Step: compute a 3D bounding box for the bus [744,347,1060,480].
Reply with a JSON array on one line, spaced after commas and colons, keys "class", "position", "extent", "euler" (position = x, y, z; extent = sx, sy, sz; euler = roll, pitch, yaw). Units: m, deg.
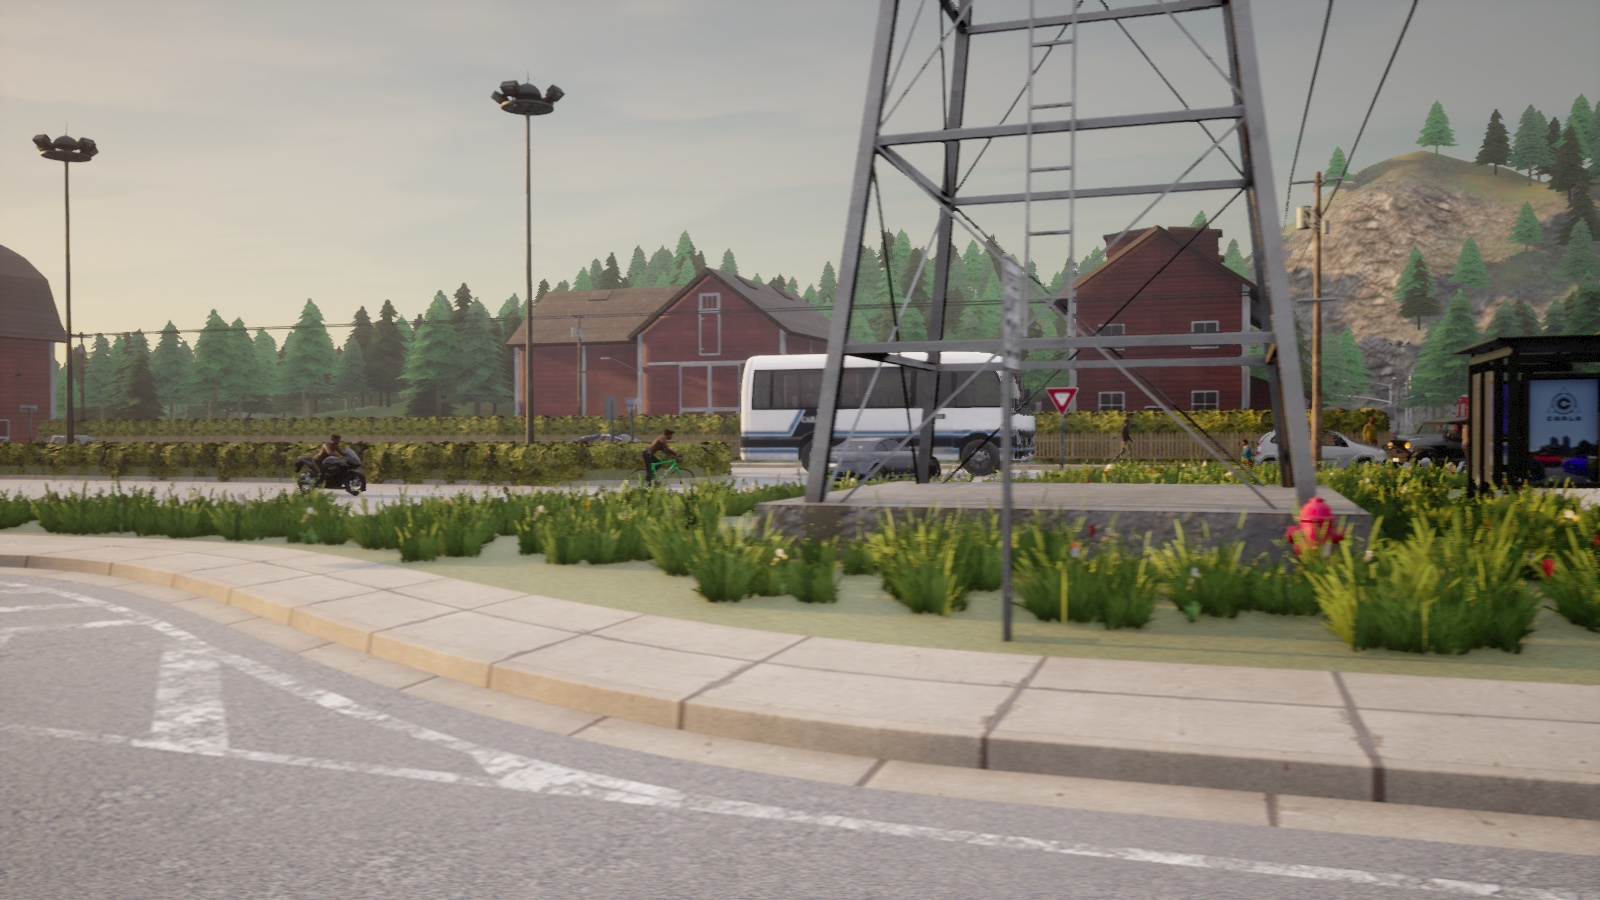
[{"class": "bus", "position": [3.553, -1.232, 43.630], "extent": [10.273, 4.253, 3.944], "euler": [1, 1, 19]}]

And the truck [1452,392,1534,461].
[{"class": "truck", "position": [40.741, -1.376, 74.120], "extent": [2.891, 3.827, 8.468], "euler": [1, 1, 20]}]

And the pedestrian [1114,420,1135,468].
[{"class": "pedestrian", "position": [12.528, -0.246, 48.479], "extent": [0.703, 1.840, 0.431], "euler": [1, 1, 20]}]

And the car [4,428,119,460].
[{"class": "car", "position": [-35.987, -0.318, 61.209], "extent": [4.902, 1.511, 2.128], "euler": [1, 1, 19]}]

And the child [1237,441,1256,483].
[{"class": "child", "position": [12.864, 0.331, 36.179], "extent": [0.448, 1.192, 0.343], "euler": [0, 1, 13]}]

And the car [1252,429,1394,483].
[{"class": "car", "position": [16.244, 0.158, 39.214], "extent": [3.988, 1.617, 1.851], "euler": [0, 1, 19]}]

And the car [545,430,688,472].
[{"class": "car", "position": [-6.888, 0.006, 47.306], "extent": [4.902, 1.511, 2.128], "euler": [0, 1, 19]}]

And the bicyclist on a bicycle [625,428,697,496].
[{"class": "bicyclist on a bicycle", "position": [-3.351, 0.286, 30.247], "extent": [1.656, 1.620, 0.582], "euler": [0, 1, -14]}]

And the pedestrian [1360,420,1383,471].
[{"class": "pedestrian", "position": [20.697, -0.170, 45.513], "extent": [0.370, 1.835, 0.726], "euler": [0, 1, -15]}]

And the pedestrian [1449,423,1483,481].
[{"class": "pedestrian", "position": [20.742, 0.062, 39.126], "extent": [0.869, 1.805, 0.328], "euler": [0, 1, 10]}]

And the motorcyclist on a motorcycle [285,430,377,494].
[{"class": "motorcyclist on a motorcycle", "position": [-11.445, 0.281, 30.638], "extent": [2.044, 1.523, 0.797], "euler": [1, 1, 18]}]

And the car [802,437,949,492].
[{"class": "car", "position": [2.130, 0.350, 34.407], "extent": [1.994, 1.385, 4.181], "euler": [1, 1, 38]}]

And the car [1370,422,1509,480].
[{"class": "car", "position": [21.518, 0.024, 42.298], "extent": [3.866, 1.878, 1.905], "euler": [0, 1, -15]}]
